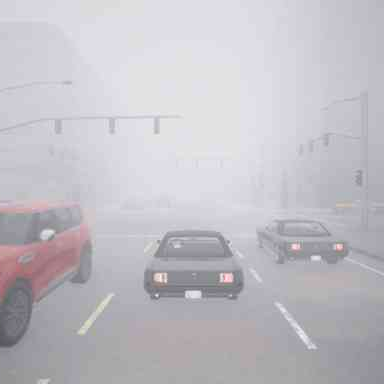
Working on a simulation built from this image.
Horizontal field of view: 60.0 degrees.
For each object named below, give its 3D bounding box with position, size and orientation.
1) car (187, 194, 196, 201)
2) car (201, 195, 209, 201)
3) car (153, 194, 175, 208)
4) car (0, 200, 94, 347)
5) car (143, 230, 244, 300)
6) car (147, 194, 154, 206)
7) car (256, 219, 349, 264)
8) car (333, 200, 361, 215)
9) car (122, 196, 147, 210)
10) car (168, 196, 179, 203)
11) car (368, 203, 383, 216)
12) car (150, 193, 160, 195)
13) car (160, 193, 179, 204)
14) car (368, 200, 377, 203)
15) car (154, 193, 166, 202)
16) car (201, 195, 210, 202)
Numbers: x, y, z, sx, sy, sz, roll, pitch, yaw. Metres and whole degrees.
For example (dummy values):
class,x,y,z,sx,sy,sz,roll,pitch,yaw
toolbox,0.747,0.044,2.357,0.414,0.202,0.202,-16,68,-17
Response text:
class,x,y,z,sx,sy,sz,roll,pitch,yaw
car,-0.114,1.355,87.333,2.097,1.767,4.553,0,0,1
car,3.387,1.553,87.462,1.994,1.385,4.181,0,0,1
car,-4.017,1.493,48.642,2.128,1.511,4.902,0,0,0
car,-3.653,1.221,6.656,2.150,2.045,5.566,0,0,-1
car,0.042,1.601,8.348,1.895,1.301,4.718,0,0,0
car,-7.514,1.526,54.133,1.812,1.442,4.674,0,0,0
car,3.548,1.601,11.734,1.895,1.301,4.718,0,0,0
car,17.206,1.533,34.350,5.008,1.535,1.882,0,0,0
car,-7.700,1.351,43.814,2.097,1.767,4.553,0,0,3
car,-3.788,1.552,70.042,1.994,1.385,4.181,0,0,1
car,3.593,1.221,1.982,2.150,2.045,5.566,0,0,0
car,-7.377,1.221,64.832,2.150,2.045,5.566,0,0,1
car,-3.950,1.222,60.124,2.150,2.045,5.566,0,0,1
car,19.269,1.547,30.848,4.902,1.511,2.128,0,0,0
car,-7.235,1.222,75.263,2.150,2.045,5.566,0,0,1
car,3.288,1.595,77.487,1.895,1.301,4.718,0,0,1
